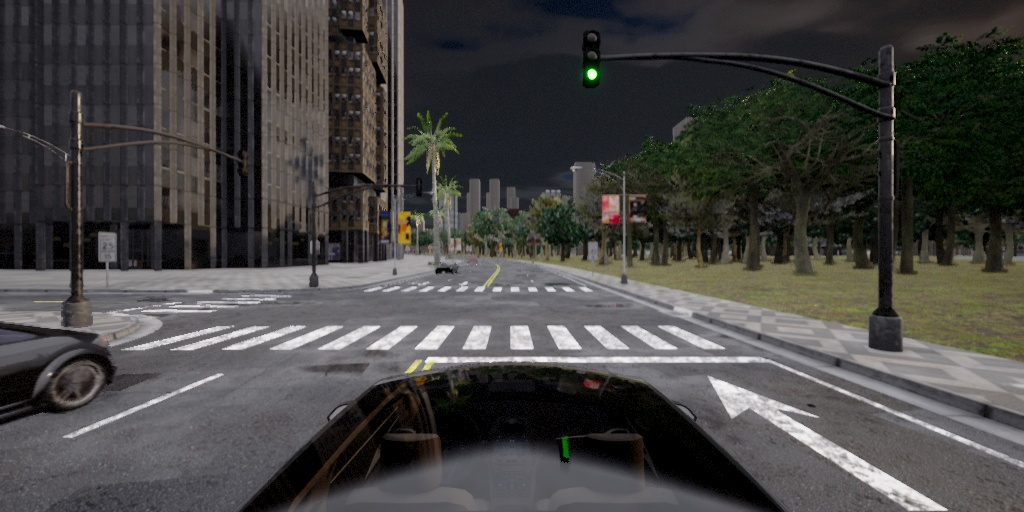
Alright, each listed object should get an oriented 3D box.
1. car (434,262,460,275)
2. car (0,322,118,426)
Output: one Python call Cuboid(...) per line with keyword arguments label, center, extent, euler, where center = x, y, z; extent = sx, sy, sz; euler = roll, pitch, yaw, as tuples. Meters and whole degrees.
Cuboid(label="car", center=(-6.599, 1.256, 36.695), extent=(1.895, 1.301, 4.718), euler=(0, 0, 0))
Cuboid(label="car", center=(-6.503, 1.319, 3.214), extent=(1.994, 1.385, 4.181), euler=(0, 0, 0))
